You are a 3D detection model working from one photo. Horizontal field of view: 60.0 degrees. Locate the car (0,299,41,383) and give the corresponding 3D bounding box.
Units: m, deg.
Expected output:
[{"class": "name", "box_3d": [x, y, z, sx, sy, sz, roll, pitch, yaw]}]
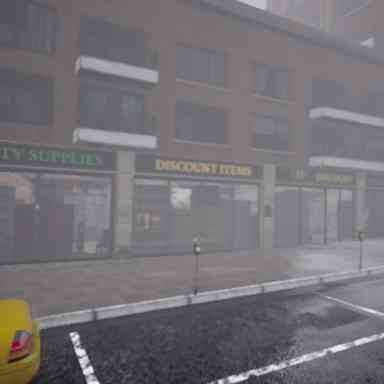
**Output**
[{"class": "car", "box_3d": [-4.098, 1.636, 3.173, 4.829, 1.417, 1.752, 0, 0, -27]}]
